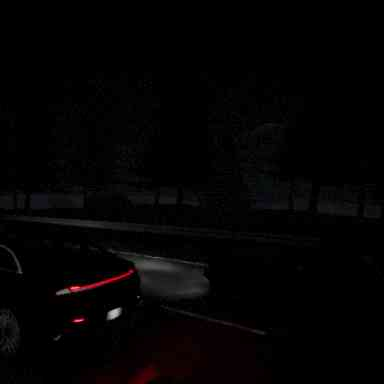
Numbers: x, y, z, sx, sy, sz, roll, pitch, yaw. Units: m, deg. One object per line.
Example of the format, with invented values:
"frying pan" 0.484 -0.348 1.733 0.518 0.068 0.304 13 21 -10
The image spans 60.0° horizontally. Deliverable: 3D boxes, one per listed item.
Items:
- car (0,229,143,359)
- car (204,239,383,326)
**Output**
"car" -3.113 1.410 5.821 4.902 1.511 2.128 1 0 32
"car" 2.612 1.577 6.322 4.718 1.301 1.895 1 1 34
